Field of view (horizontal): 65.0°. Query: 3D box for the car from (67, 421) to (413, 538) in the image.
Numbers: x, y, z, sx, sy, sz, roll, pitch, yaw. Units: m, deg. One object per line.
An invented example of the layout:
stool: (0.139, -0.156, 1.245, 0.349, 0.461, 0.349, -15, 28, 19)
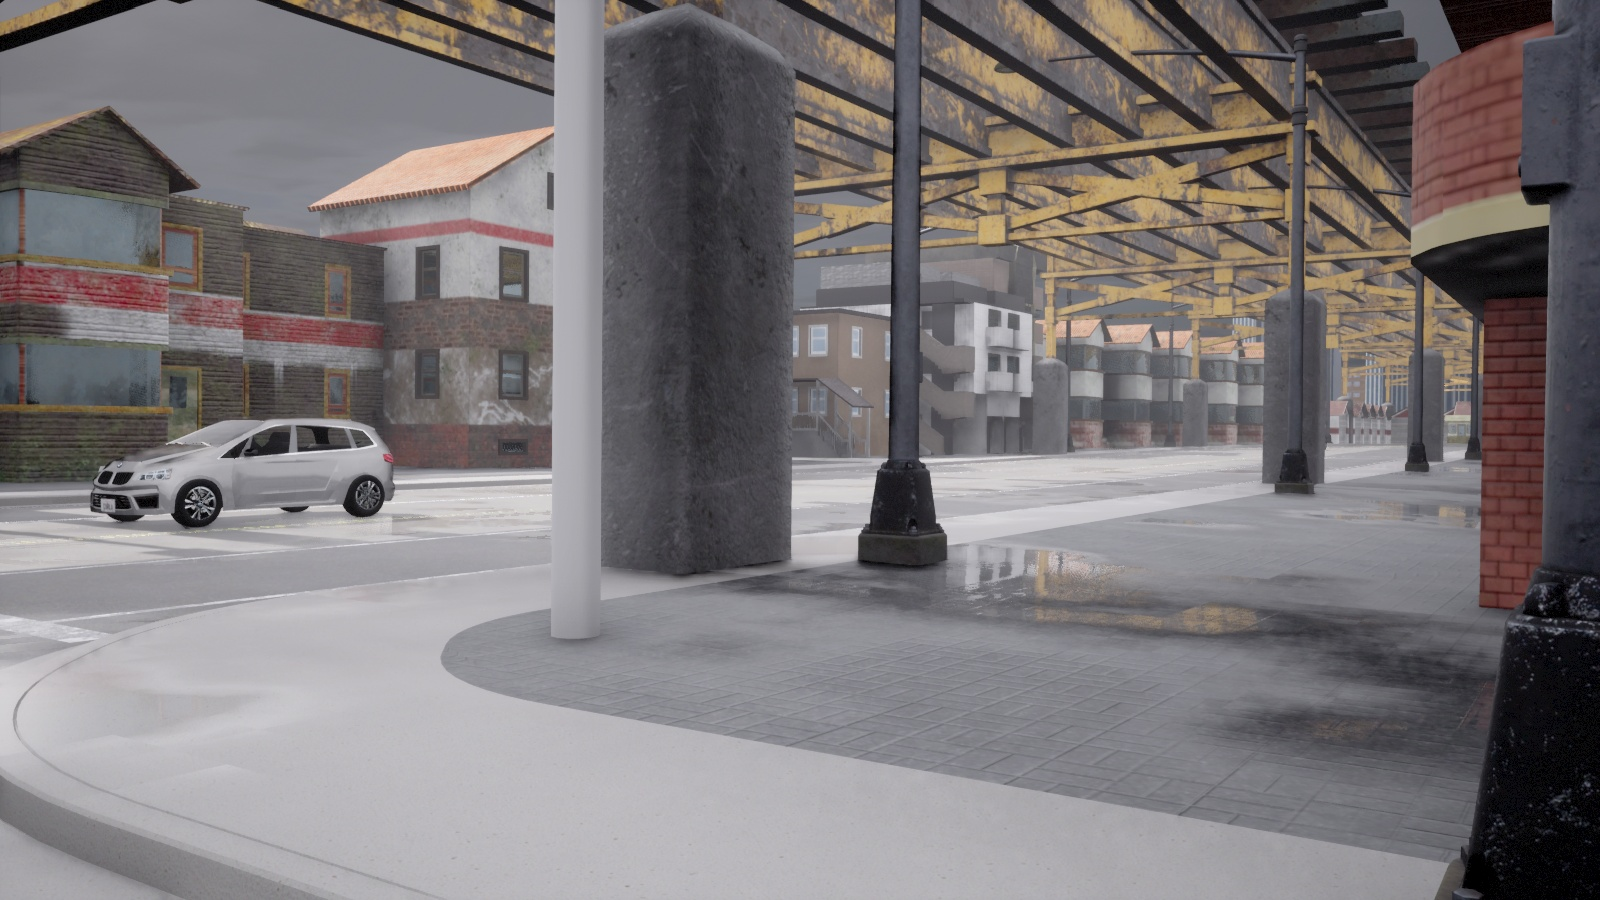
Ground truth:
car: (-8.884, 0.379, 20.320, 2.242, 1.667, 4.611, 0, 1, 34)
